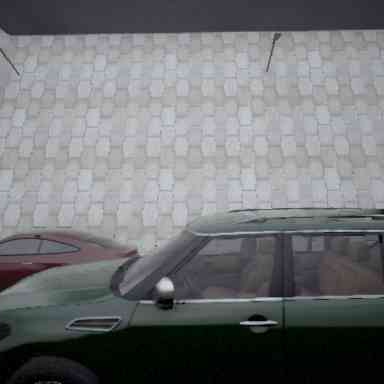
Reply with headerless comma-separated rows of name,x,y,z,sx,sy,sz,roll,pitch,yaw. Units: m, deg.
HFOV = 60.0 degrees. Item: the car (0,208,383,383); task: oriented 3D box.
car,0.645,1.220,3.609,5.566,2.045,2.150,0,0,1
